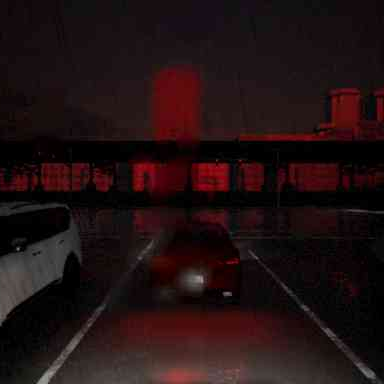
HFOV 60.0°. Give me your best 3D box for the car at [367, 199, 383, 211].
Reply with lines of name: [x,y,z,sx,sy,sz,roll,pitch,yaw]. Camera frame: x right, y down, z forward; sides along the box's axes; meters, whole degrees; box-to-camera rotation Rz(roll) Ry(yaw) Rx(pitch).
car: [22.728,1.403,38.406,4.674,1.442,1.812,-1,0,1]

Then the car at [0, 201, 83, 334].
car: [-3.620,1.221,5.638,2.150,2.045,5.566,0,0,0]

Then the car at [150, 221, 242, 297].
car: [0.095,1.478,8.616,1.882,1.535,5.008,0,0,0]
